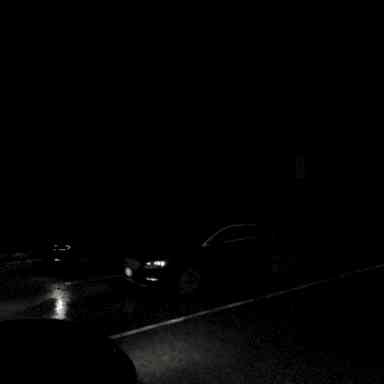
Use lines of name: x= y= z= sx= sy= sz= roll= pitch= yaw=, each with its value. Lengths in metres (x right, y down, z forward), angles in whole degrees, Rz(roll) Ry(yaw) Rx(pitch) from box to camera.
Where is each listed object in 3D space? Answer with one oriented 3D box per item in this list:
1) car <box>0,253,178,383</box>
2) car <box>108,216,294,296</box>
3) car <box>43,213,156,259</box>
car: x=-2.652 y=1.504 z=1.853 sx=4.892 sy=1.490 sz=1.837 roll=0 pitch=0 yaw=-35
car: x=0.607 y=1.491 z=8.722 sx=4.902 sy=1.511 sz=2.128 roll=0 pitch=0 yaw=-35
car: x=-2.213 y=1.477 z=11.012 sx=5.008 sy=1.535 sz=1.882 roll=0 pitch=0 yaw=-35
